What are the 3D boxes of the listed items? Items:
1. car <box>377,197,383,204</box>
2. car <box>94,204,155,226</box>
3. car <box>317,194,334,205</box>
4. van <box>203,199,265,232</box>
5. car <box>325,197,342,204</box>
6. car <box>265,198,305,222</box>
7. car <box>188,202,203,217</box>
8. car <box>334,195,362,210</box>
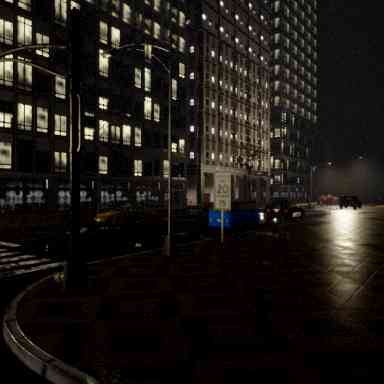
[{"bbox_3d":[38.164,1.659,66.536,1.947,1.339,4.313,0,0,38],"label":"car"},{"bbox_3d":[-4.734,1.540,23.944,1.752,1.417,4.829,0,0,38],"label":"car"},{"bbox_3d":[25.133,1.381,62.528,2.192,1.841,5.009,0,0,38],"label":"car"},{"bbox_3d":[2.656,1.368,20.230,1.690,1.788,3.998,0,0,38],"label":"van"},{"bbox_3d":[28.527,1.625,66.936,2.008,1.369,4.403,0,0,38],"label":"car"},{"bbox_3d":[7.619,1.473,26.859,1.967,1.590,4.097,0,0,38],"label":"car"},{"bbox_3d":[1.375,1.604,31.667,1.802,1.307,4.206,0,0,38],"label":"car"},{"bbox_3d":[21.195,1.369,44.494,2.192,1.841,5.009,0,0,38],"label":"car"}]
